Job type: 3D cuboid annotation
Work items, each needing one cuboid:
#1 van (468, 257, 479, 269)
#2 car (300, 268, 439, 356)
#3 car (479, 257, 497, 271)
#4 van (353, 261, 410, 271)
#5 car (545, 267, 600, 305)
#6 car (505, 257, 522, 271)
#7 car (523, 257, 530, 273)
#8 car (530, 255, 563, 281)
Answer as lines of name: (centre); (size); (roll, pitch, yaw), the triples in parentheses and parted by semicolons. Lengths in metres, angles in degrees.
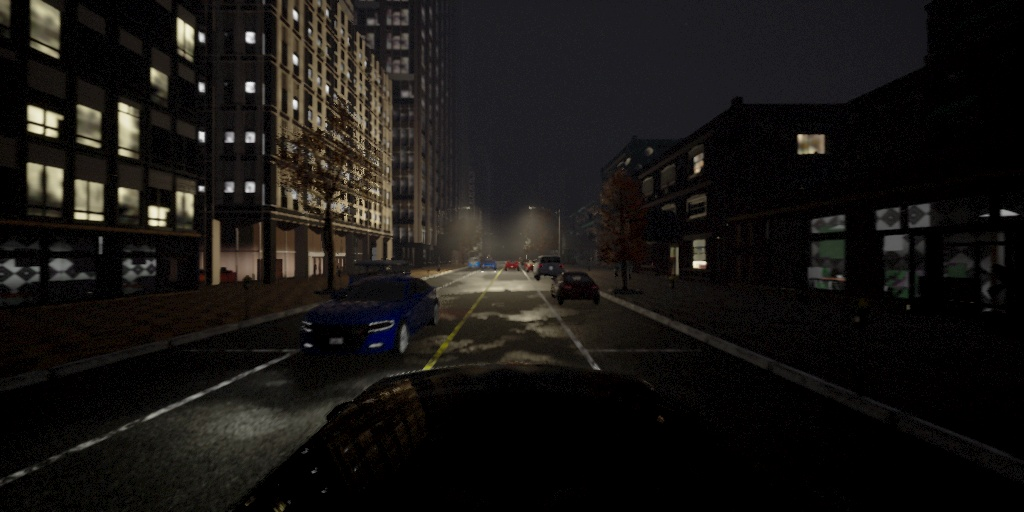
van: (-5.700, 1.104, 54.539); (1.690, 1.789, 3.998); (0, 0, 0)
car: (-3.101, 1.227, 8.824); (1.882, 1.535, 5.008); (0, 0, 0)
car: (-3.086, 1.238, 49.268); (1.882, 1.535, 5.008); (0, 0, 0)
van: (-5.693, 1.090, 15.781); (1.690, 1.789, 3.998); (0, 0, 0)
car: (2.688, 1.331, 15.780); (1.802, 1.307, 4.207); (0, 0, 0)
car: (0.033, 1.238, 49.142); (1.882, 1.535, 5.008); (0, 0, 0)
car: (2.684, 1.197, 43.465); (1.967, 1.591, 4.097); (0, 0, 0)
car: (2.995, 0.977, 30.281); (2.150, 2.045, 5.566); (0, 0, 0)
